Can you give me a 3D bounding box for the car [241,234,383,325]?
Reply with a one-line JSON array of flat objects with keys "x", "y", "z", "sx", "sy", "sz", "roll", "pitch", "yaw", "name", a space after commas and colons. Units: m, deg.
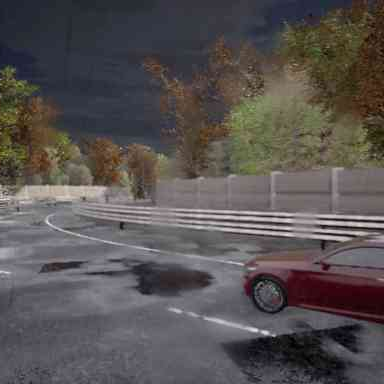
[{"x": 3.142, "y": 1.474, "z": 5.797, "sx": 4.674, "sy": 1.442, "sz": 1.812, "roll": 0, "pitch": 0, "yaw": 35, "name": "car"}]
